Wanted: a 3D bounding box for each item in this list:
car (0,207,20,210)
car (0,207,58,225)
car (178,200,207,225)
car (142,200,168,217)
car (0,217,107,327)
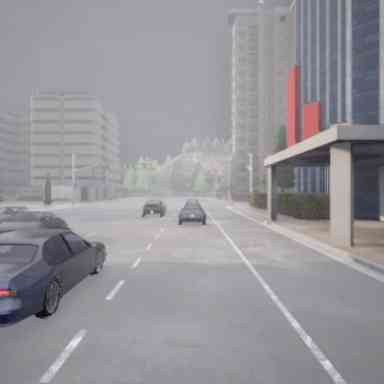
[{"bbox_3d":[-10.498,1.547,19.254,1.994,1.385,4.181,0,0,0],"label":"car"},{"bbox_3d":[-7.002,1.552,14.512,1.994,1.385,4.181,0,0,1],"label":"car"},{"bbox_3d":[0.036,1.543,24.217,1.994,1.385,4.181,0,0,0],"label":"car"},{"bbox_3d":[-3.417,1.476,30.815,1.837,1.490,4.892,0,0,0],"label":"car"},{"bbox_3d":[-3.398,1.541,7.331,2.033,1.411,5.357,0,0,0],"label":"car"}]
